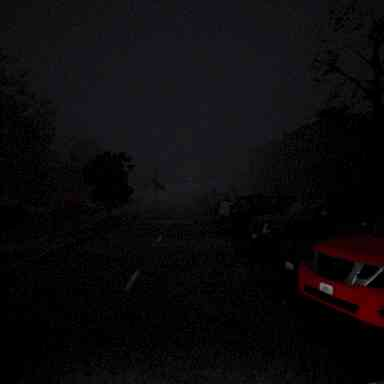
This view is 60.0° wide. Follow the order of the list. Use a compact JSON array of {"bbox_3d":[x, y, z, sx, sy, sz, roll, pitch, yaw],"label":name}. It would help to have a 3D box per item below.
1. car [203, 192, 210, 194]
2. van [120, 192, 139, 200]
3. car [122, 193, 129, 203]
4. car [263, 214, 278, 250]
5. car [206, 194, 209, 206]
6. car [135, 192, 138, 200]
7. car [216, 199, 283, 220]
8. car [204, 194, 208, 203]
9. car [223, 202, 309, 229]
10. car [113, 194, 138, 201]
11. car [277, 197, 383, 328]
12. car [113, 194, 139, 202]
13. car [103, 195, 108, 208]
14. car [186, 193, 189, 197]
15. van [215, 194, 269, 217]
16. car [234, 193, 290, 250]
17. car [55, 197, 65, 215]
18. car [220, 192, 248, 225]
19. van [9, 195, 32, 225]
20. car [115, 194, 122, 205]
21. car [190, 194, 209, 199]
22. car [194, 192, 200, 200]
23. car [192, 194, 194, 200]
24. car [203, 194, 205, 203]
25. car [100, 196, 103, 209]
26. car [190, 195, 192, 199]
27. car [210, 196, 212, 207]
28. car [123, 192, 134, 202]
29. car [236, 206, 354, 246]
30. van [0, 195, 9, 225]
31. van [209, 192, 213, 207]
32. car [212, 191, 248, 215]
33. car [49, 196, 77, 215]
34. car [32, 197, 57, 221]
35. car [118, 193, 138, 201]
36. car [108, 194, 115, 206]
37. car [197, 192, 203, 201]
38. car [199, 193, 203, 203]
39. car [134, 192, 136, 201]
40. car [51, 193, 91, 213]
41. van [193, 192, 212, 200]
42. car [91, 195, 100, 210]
[{"bbox_3d":[4.451,1.221,48.389,4.553,1.767,2.185,1,0,-22],"label":"car"},{"bbox_3d":[-15.881,1.068,84.330,4.442,1.987,1.878,-1,0,-25],"label":"van"},{"bbox_3d":[-14.081,1.357,57.698,5.008,1.535,2.097,-1,0,-22],"label":"car"},{"bbox_3d":[4.717,1.486,9.248,4.792,1.488,2.163,1,0,-20],"label":"car"},{"bbox_3d":[4.786,1.373,39.410,5.366,1.575,1.946,1,0,-21],"label":"car"},{"bbox_3d":[-14.963,1.363,72.478,4.674,1.452,2.002,-1,1,-24],"label":"car"},{"bbox_3d":[4.684,1.408,27.293,5.008,1.535,2.097,1,0,-20],"label":"car"},{"bbox_3d":[4.590,1.365,42.352,5.008,1.535,2.097,1,0,-21],"label":"car"},{"bbox_3d":[4.706,1.424,21.282,5.008,1.535,2.097,1,0,-20],"label":"car"},{"bbox_3d":[-15.607,1.309,78.304,5.366,1.575,1.946,-1,1,-25],"label":"car"},{"bbox_3d":[4.729,1.214,6.237,5.566,2.045,2.435,1,0,-20],"label":"car"},{"bbox_3d":[-15.028,1.310,75.512,5.366,1.575,1.946,-1,0,-24],"label":"car"},{"bbox_3d":[-13.619,1.267,42.898,4.553,1.767,2.185,-1,0,-21],"label":"car"},{"bbox_3d":[1.927,1.224,87.501,5.366,1.575,1.946,1,0,-26],"label":"car"},{"bbox_3d":[4.566,1.172,30.256,4.442,1.987,1.878,1,0,-20],"label":"van"},{"bbox_3d":[4.712,1.197,12.251,5.566,2.045,2.435,1,0,-20],"label":"car"},{"bbox_3d":[-13.544,1.460,28.015,4.792,1.488,2.163,-1,0,-20],"label":"car"},{"bbox_3d":[4.740,1.181,18.292,5.566,2.045,2.435,1,0,-20],"label":"car"},{"bbox_3d":[-13.388,1.218,22.120,4.442,1.987,1.878,-1,0,-20],"label":"van"},{"bbox_3d":[-13.890,1.401,51.762,4.792,1.488,2.163,-1,0,-22],"label":"car"},{"bbox_3d":[1.971,1.256,90.562,4.792,1.488,2.163,1,0,-26],"label":"car"},{"bbox_3d":[3.899,1.049,63.470,5.566,2.045,2.435,1,0,-23],"label":"car"},{"bbox_3d":[3.145,1.304,75.549,4.674,1.452,2.002,1,0,-25],"label":"car"},{"bbox_3d":[4.522,1.357,45.370,4.892,1.521,2.231,1,0,-21],"label":"car"},{"bbox_3d":[-13.597,1.401,39.921,4.892,1.521,2.231,-1,0,-21],"label":"car"},{"bbox_3d":[2.920,1.257,78.559,4.892,1.521,2.231,1,0,-25],"label":"car"},{"bbox_3d":[4.683,1.421,33.326,4.792,1.488,2.163,1,0,-20],"label":"car"},{"bbox_3d":[-14.534,1.210,66.579,4.553,1.767,2.185,-1,0,-23],"label":"car"},{"bbox_3d":[4.696,1.469,15.260,4.792,1.488,2.163,1,0,-20],"label":"car"},{"bbox_3d":[-13.374,1.225,19.142,4.442,1.987,1.878,-1,0,-20],"label":"van"},{"bbox_3d":[4.533,1.155,36.280,4.442,1.987,1.878,1,0,-21],"label":"van"},{"bbox_3d":[4.719,1.165,24.301,5.566,2.045,2.435,1,0,-20],"label":"car"},{"bbox_3d":[-13.506,1.451,31.019,4.792,1.488,2.163,-1,0,-20],"label":"car"},{"bbox_3d":[-13.331,1.432,25.119,5.366,1.575,1.946,-1,0,-20],"label":"car"},{"bbox_3d":[-15.672,1.176,81.344,4.553,1.767,2.185,-1,0,-25],"label":"car"},{"bbox_3d":[-13.694,1.385,45.854,5.008,1.535,2.097,-1,0,-21],"label":"car"},{"bbox_3d":[4.073,1.310,60.468,5.008,1.535,2.097,1,0,-23],"label":"car"},{"bbox_3d":[4.301,1.328,54.434,5.008,1.535,2.097,1,0,-22],"label":"car"},{"bbox_3d":[-14.750,1.369,69.524,4.674,1.452,2.002,-1,1,-24],"label":"car"},{"bbox_3d":[-13.576,1.164,33.966,5.566,2.045,2.435,-1,0,-20],"label":"car"},{"bbox_3d":[2.558,1.020,81.516,4.442,1.987,1.878,1,0,-25],"label":"van"},{"bbox_3d":[-13.399,1.402,37.021,5.366,1.575,1.946,-1,0,-20],"label":"car"}]
